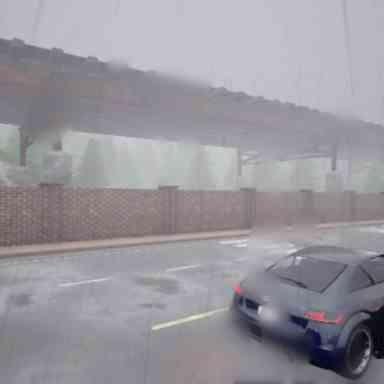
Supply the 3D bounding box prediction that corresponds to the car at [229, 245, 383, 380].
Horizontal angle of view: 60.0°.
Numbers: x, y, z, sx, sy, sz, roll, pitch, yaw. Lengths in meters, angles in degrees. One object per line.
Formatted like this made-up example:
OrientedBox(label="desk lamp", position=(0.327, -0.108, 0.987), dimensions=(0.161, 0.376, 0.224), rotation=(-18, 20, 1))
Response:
OrientedBox(label="car", position=(2.654, 1.626, 5.639), dimensions=(4.181, 1.385, 1.994), rotation=(1, 0, -36))
